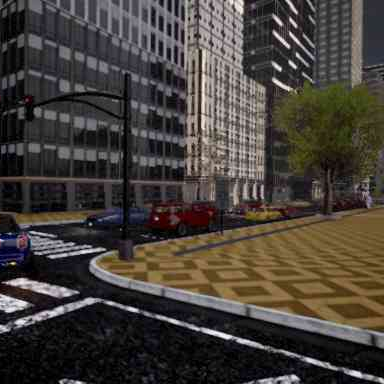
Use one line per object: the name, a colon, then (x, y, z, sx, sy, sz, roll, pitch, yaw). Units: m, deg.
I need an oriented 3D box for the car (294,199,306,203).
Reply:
car: (19.485, 2.020, 60.924, 1.752, 1.417, 4.829, 0, 0, 36)

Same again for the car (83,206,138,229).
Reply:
car: (-4.934, 1.700, 23.512, 2.033, 1.411, 5.357, 1, 0, 37)

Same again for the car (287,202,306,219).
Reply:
car: (9.573, 1.962, 33.415, 1.802, 1.307, 4.206, 0, 0, 36)

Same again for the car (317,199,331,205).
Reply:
car: (29.638, 2.184, 74.663, 2.008, 1.369, 4.403, 0, 0, 36)

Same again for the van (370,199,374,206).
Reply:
van: (36.394, 2.096, 69.703, 1.690, 1.788, 3.998, 0, 0, 36)

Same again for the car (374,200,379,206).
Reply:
car: (39.745, 2.240, 74.238, 1.967, 1.590, 4.097, 0, 0, 36)

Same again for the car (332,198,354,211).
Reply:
car: (22.985, 1.885, 51.560, 2.192, 1.841, 5.009, 0, 0, 36)

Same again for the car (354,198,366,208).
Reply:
car: (29.690, 1.978, 60.631, 2.192, 1.841, 5.009, 0, 0, 36)

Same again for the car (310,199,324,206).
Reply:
car: (26.287, 2.170, 70.128, 1.802, 1.307, 4.206, 0, 0, 36)

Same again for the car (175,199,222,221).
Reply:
car: (0.692, 1.587, 31.117, 2.097, 1.767, 4.553, 1, 0, 37)

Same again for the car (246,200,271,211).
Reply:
car: (9.532, 1.921, 47.458, 1.947, 1.339, 4.313, 0, 0, 36)

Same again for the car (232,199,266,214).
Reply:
car: (6.600, 1.673, 39.098, 2.097, 1.767, 4.553, 1, 0, 37)

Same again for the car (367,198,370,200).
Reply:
car: (33.040, 2.253, 65.166, 1.887, 1.381, 4.507, 0, 0, 36)

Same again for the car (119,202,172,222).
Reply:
car: (-3.973, 1.685, 29.186, 1.752, 1.417, 4.829, 0, 0, 36)

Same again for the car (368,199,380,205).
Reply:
car: (43.097, 2.427, 78.774, 1.802, 1.307, 4.206, 0, 0, 36)

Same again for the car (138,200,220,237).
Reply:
car: (-0.481, 1.548, 19.809, 2.192, 1.841, 5.009, 0, 0, 36)

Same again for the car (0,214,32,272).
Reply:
car: (-6.393, 1.472, 10.708, 2.097, 1.767, 4.553, 1, -1, -28)

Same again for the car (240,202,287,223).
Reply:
car: (6.322, 1.858, 29.016, 1.752, 1.417, 4.829, 0, 0, 36)
